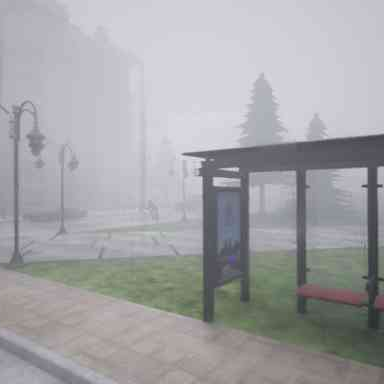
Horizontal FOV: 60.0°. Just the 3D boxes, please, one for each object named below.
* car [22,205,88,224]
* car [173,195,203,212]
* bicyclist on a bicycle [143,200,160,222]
[{"bbox_3d":[-10.714,1.736,26.208,1.895,1.301,4.718,0,0,36],"label":"car"},{"bbox_3d":[0.064,1.355,40.973,2.150,2.045,5.566,0,0,36],"label":"car"},{"bbox_3d":[-2.954,1.389,24.150,1.656,1.620,0.582,-1,0,36],"label":"bicyclist on a bicycle"}]
